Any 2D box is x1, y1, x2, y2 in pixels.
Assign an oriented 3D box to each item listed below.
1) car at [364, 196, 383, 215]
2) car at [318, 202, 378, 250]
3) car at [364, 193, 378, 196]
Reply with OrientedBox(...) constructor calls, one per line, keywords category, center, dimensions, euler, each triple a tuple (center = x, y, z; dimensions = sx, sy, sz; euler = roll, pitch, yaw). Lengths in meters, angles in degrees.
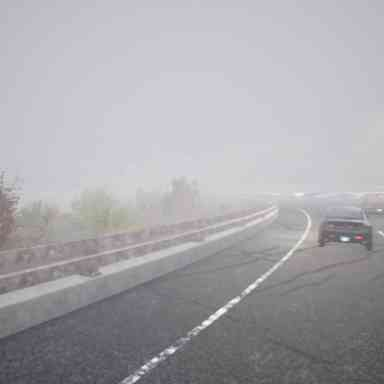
OrientedBox(category="car", center=(15.081, 1.319, 27.725), dimensions=(1.994, 1.385, 4.181), euler=(0, 1, 16))
OrientedBox(category="car", center=(6.388, 1.379, 13.918), dimensions=(1.837, 1.490, 4.892), euler=(1, 1, 24))
OrientedBox(category="car", center=(27.259, 0.908, 50.443), dimensions=(2.097, 1.767, 4.553), euler=(0, 1, 27))
